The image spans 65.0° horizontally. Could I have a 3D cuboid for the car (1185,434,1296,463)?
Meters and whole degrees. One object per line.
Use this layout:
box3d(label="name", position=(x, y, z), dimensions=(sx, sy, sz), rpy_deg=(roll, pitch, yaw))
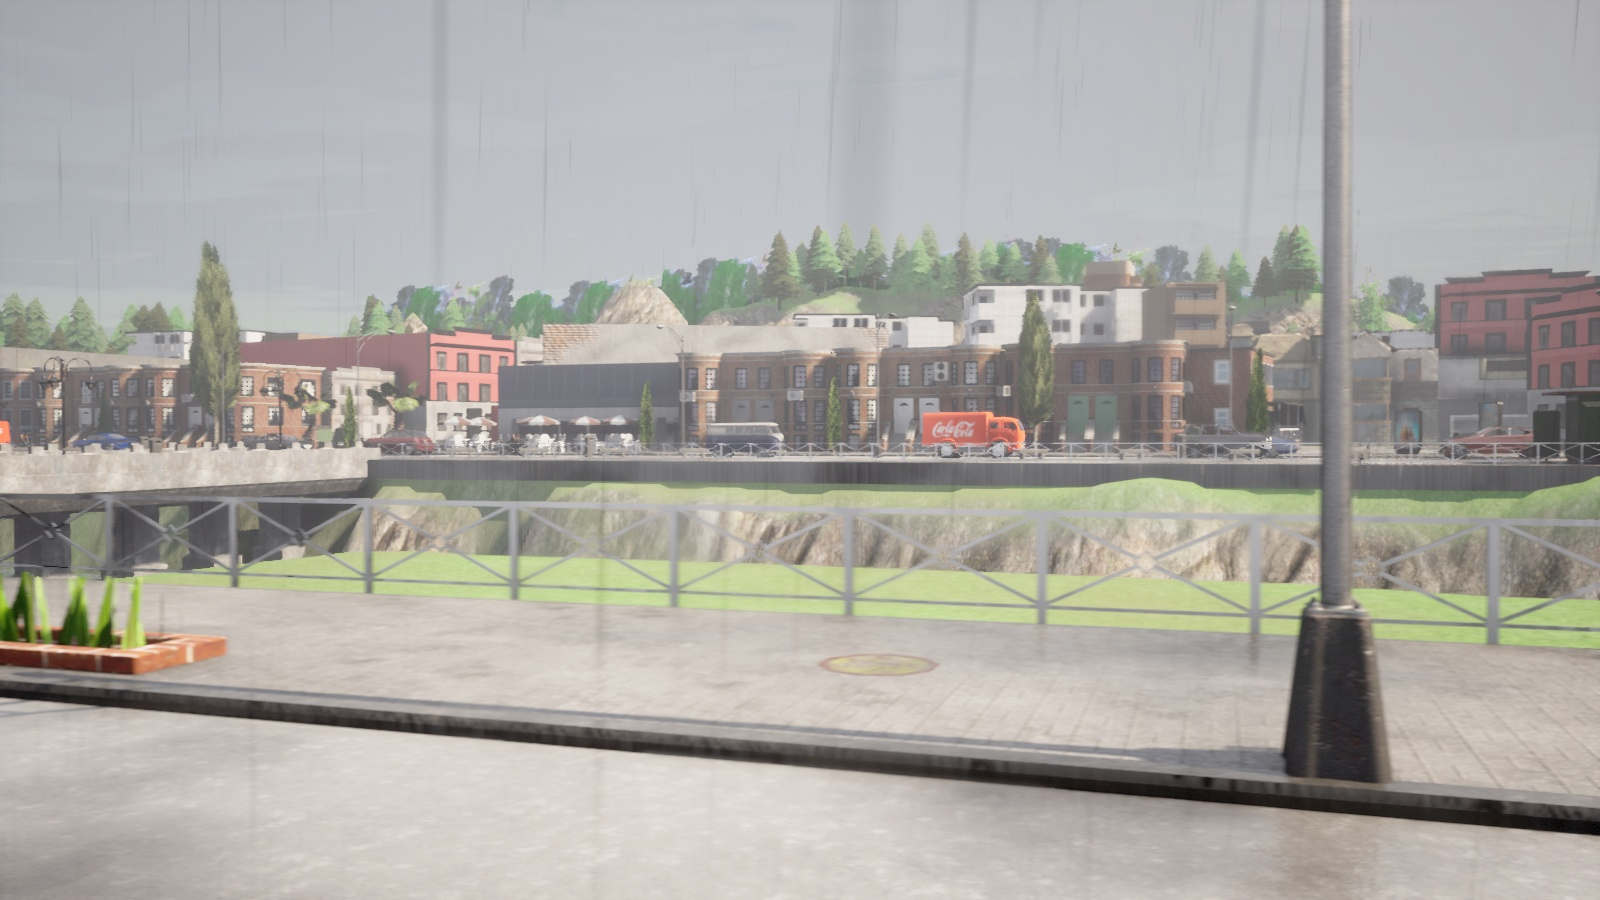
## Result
box3d(label="car", position=(22.852, -0.086, 65.343), dimensions=(5.357, 1.411, 2.033), rpy_deg=(1, 1, 19))

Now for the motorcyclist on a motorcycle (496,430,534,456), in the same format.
box3d(label="motorcyclist on a motorcycle", position=(-16.896, -0.448, 74.483), dimensions=(2.044, 1.523, 0.797), rpy_deg=(1, 1, 19))

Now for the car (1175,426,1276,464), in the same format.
box3d(label="car", position=(20.909, -0.267, 61.774), dimensions=(4.605, 1.855, 1.932), rpy_deg=(1, 1, 19))

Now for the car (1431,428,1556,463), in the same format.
box3d(label="car", position=(33.940, -0.254, 61.613), dimensions=(5.027, 1.651, 2.152), rpy_deg=(1, 1, 19))

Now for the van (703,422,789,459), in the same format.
box3d(label="van", position=(-3.014, -0.550, 69.814), dimensions=(4.442, 1.987, 1.775), rpy_deg=(1, 1, 19))

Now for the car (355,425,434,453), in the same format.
box3d(label="car", position=(-26.436, -0.726, 81.906), dimensions=(4.553, 1.767, 2.097), rpy_deg=(1, 1, 19))

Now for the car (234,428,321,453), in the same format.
box3d(label="car", position=(-33.288, -0.623, 79.992), dimensions=(4.902, 1.511, 2.128), rpy_deg=(1, 1, 19))

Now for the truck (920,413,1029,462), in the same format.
box3d(label="truck", position=(9.145, -0.678, 65.724), dimensions=(5.204, 2.467, 2.627), rpy_deg=(1, 1, 19))
